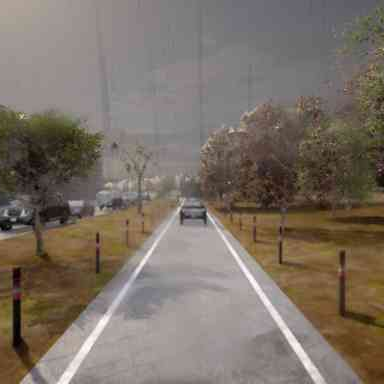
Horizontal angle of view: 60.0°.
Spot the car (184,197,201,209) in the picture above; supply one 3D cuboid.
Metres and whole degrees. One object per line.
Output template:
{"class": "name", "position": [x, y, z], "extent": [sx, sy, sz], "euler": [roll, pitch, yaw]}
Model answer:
{"class": "car", "position": [0.068, 1.369, 41.443], "extent": [1.994, 1.385, 4.181], "euler": [0, 0, 0]}

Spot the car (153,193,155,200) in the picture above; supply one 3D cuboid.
{"class": "car", "position": [-9.927, 1.197, 76.297], "extent": [2.002, 1.452, 4.674], "euler": [1, -1, -5]}

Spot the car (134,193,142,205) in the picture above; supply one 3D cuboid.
{"class": "car", "position": [-9.116, 1.247, 48.597], "extent": [2.163, 1.488, 4.792], "euler": [0, -1, -2]}

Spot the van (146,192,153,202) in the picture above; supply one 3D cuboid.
{"class": "van", "position": [-9.304, 0.958, 65.060], "extent": [1.878, 1.987, 4.442], "euler": [0, -1, -2]}

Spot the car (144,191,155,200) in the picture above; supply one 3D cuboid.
{"class": "car", "position": [-10.455, 0.889, 81.833], "extent": [2.435, 2.045, 5.566], "euler": [1, -1, -9]}

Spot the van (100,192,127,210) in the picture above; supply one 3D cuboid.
{"class": "van", "position": [-9.101, 1.033, 37.401], "extent": [1.878, 1.987, 4.442], "euler": [0, 0, 2]}

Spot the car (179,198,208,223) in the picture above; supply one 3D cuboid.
{"class": "car", "position": [0.082, 1.349, 23.893], "extent": [2.128, 1.511, 4.902], "euler": [0, 0, 0]}

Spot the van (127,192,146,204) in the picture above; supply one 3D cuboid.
{"class": "van", "position": [-9.132, 0.979, 55.109], "extent": [1.878, 1.987, 4.442], "euler": [0, -1, -3]}

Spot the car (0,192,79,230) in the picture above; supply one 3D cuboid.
{"class": "car", "position": [-9.060, 1.053, 19.685], "extent": [2.435, 2.045, 5.566], "euler": [0, 0, 1]}

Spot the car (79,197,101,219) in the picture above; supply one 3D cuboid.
{"class": "car", "position": [-9.074, 1.318, 26.430], "extent": [2.002, 1.452, 4.674], "euler": [0, 0, 0]}

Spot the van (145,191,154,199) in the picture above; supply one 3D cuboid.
{"class": "van", "position": [-11.171, 0.897, 87.289], "extent": [1.878, 1.987, 4.442], "euler": [1, -1, -10]}

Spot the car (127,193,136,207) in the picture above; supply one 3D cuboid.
{"class": "car", "position": [-9.107, 1.227, 43.086], "extent": [2.231, 1.521, 4.892], "euler": [0, -1, -2]}
